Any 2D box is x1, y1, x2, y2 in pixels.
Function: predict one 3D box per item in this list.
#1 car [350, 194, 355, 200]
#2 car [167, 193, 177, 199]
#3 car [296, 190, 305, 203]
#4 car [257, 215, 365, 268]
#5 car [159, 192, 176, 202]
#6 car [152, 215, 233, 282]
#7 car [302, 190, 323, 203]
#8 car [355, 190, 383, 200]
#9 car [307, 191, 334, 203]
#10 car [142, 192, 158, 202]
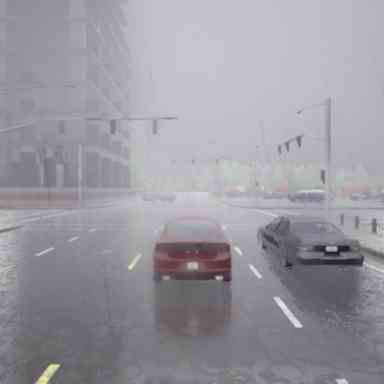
[{"bbox_3d":[39.288,0.825,76.270,3.905,1.438,1.784,0,0,0],"label":"car"},{"bbox_3d":[-4.691,0.936,77.017,2.033,1.411,5.357,0,0,-1],"label":"car"},{"bbox_3d":[24.208,0.680,67.740,4.605,1.855,1.932,0,0,0],"label":"car"},{"bbox_3d":[3.505,1.461,10.898,2.033,1.411,5.357,0,0,0],"label":"car"},{"bbox_3d":[-4.537,0.997,61.501,1.882,1.535,5.008,0,1,0],"label":"car"},{"bbox_3d":[0.012,1.402,9.576,1.882,1.535,5.008,0,0,0],"label":"car"},{"bbox_3d":[24.273,0.912,65.058,3.905,1.438,1.784,0,0,0],"label":"car"},{"bbox_3d":[39.240,0.637,73.372,4.605,1.855,1.932,0,0,0],"label":"car"},{"bbox_3d":[24.288,0.966,62.164,3.806,1.475,1.970,0,0,0],"label":"car"},{"bbox_3d":[-8.036,1.011,61.468,2.128,1.511,4.902,0,0,0],"label":"car"}]
